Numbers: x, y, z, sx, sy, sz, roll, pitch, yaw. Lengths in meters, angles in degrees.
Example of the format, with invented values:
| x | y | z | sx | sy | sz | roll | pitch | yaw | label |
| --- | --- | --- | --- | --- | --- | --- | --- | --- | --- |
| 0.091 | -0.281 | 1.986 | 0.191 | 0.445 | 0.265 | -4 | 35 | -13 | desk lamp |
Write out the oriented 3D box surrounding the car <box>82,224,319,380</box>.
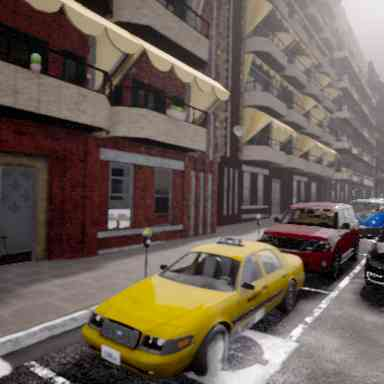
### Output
| x | y | z | sx | sy | sz | roll | pitch | yaw | label |
| --- | --- | --- | --- | --- | --- | --- | --- | --- | --- |
| 0.509 | 1.493 | 5.648 | 1.752 | 1.417 | 4.829 | 3 | 2 | 36 | car |

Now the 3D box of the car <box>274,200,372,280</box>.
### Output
| x | y | z | sx | sy | sz | roll | pitch | yaw | label |
| --- | --- | --- | --- | --- | --- | --- | --- | --- | --- |
| 3.834 | 1.288 | 10.280 | 2.192 | 1.841 | 5.009 | 3 | 2 | 36 | car |

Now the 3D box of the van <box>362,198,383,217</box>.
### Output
| x | y | z | sx | sy | sz | roll | pitch | yaw | label |
| --- | --- | --- | --- | --- | --- | --- | --- | --- | --- |
| 10.269 | 1.329 | 19.274 | 1.690 | 1.788 | 3.998 | 3 | 1 | 36 | van |

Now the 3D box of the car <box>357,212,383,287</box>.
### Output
| x | y | z | sx | sy | sz | roll | pitch | yaw | label |
| --- | --- | --- | --- | --- | --- | --- | --- | --- | --- |
| 5.832 | 1.505 | 8.714 | 1.837 | 1.490 | 4.892 | 1 | 1 | 36 | car |
